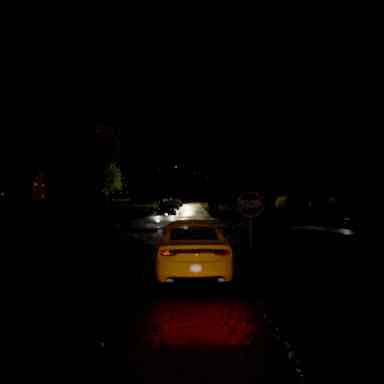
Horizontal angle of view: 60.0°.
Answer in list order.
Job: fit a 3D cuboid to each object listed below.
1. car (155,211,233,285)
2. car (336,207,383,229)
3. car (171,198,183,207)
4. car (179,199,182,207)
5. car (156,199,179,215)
[{"bbox_3d":[-0.015,1.553,9.819,1.882,1.535,5.008,0,0,-2],"label":"car"},{"bbox_3d":[12.996,1.817,23.949,5.008,1.535,1.882,1,-1,0],"label":"car"},{"bbox_3d":[-2.742,1.932,60.516,1.882,1.535,5.008,0,-1,0],"label":"car"},{"bbox_3d":[-2.783,1.884,47.423,1.812,1.442,4.674,0,0,0],"label":"car"},{"bbox_3d":[-2.819,1.810,37.463,1.812,1.442,4.674,0,0,1],"label":"car"}]
